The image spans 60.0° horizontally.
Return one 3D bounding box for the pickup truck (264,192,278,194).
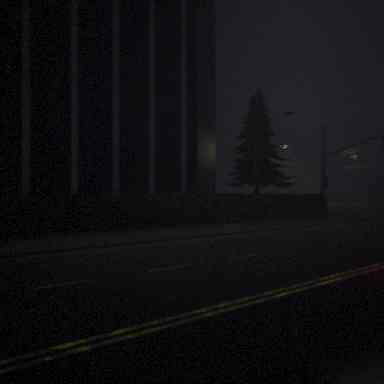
[{"bbox_3d":[17.946,1.036,74.440,2.390,2.098,6.274,0,0,-6],"label":"pickup truck"}]
